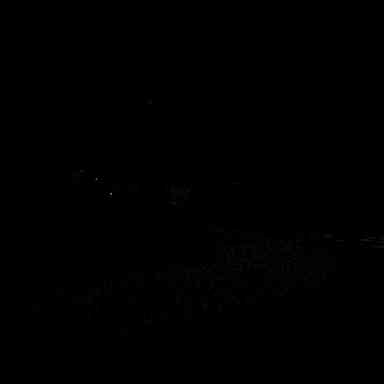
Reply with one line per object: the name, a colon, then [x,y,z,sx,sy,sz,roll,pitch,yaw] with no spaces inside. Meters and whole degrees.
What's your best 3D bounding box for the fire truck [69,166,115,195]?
fire truck: [-12.096,-1.153,39.519,2.891,3.827,8.468,0,3,-35]
